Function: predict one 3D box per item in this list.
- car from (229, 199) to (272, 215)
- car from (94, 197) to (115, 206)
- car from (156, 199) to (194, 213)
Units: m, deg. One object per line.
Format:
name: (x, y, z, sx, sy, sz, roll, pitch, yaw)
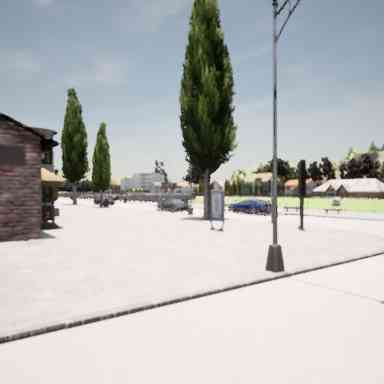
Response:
car: (5.829, 1.431, 33.409, 1.882, 1.535, 5.008, 0, 0, -36)
car: (-14.495, 1.508, 54.686, 2.033, 1.411, 5.357, 0, 0, -36)
car: (-2.002, 1.509, 37.105, 2.033, 1.411, 5.357, 0, 0, -36)
